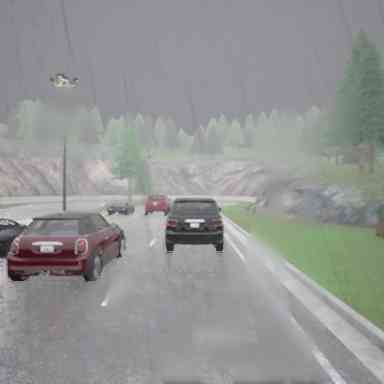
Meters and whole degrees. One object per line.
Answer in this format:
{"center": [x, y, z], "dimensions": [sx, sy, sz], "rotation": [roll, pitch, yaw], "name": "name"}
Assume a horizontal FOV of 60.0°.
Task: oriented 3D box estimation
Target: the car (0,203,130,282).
{"center": [-3.408, 1.361, 9.953], "dimensions": [2.097, 1.767, 4.553], "rotation": [0, 0, 0], "name": "car"}

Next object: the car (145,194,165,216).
{"center": [-3.377, 1.250, 33.516], "dimensions": [2.150, 2.045, 5.566], "rotation": [0, 0, 1], "name": "car"}

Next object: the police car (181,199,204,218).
{"center": [0.110, 1.532, 31.961], "dimensions": [2.038, 1.542, 4.974], "rotation": [0, 0, 1], "name": "police car"}

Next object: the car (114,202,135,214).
{"center": [-6.882, 1.629, 32.880], "dimensions": [1.895, 1.301, 4.718], "rotation": [0, 0, 1], "name": "car"}

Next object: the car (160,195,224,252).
{"center": [0.092, 1.233, 14.028], "dimensions": [2.150, 2.045, 5.566], "rotation": [0, 0, 0], "name": "car"}
